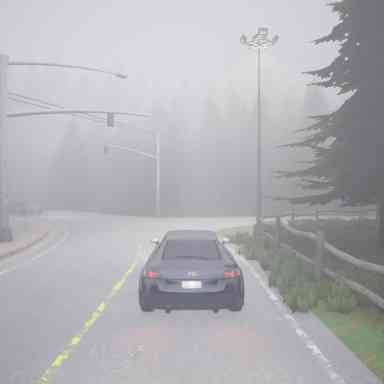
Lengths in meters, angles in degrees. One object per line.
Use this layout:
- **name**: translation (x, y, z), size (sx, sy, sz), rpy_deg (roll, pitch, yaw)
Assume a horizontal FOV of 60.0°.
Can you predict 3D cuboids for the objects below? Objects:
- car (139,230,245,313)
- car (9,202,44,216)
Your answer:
- **car**: translation (-0.028, 1.564, 7.734), size (1.994, 1.385, 4.181), rpy_deg (0, 0, -1)
- **car**: translation (-16.684, 1.601, 32.613), size (4.718, 1.301, 1.895), rpy_deg (0, 0, 31)
